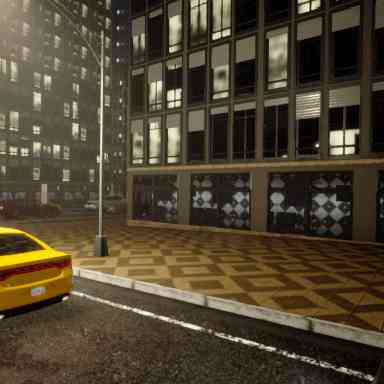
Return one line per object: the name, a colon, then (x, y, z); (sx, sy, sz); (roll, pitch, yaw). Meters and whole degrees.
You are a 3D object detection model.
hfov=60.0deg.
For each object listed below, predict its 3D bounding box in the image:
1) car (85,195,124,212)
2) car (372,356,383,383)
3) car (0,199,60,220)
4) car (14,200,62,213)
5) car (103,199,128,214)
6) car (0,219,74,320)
car: (-11.261, 1.449, 43.654); (2.150, 2.045, 5.566); (1, 0, 36)
car: (3.556, 1.548, 1.162); (5.357, 1.411, 2.033); (0, 0, 35)
car: (-14.399, 1.519, 29.607); (2.192, 1.841, 5.009); (1, 0, 36)
car: (-17.924, 1.643, 38.972); (1.752, 1.417, 4.829); (1, 0, 36)
car: (-7.629, 1.830, 38.839); (1.752, 1.417, 4.829); (1, 0, 36)
car: (-4.551, 1.474, 6.898); (5.008, 1.535, 1.882); (0, 0, 35)
